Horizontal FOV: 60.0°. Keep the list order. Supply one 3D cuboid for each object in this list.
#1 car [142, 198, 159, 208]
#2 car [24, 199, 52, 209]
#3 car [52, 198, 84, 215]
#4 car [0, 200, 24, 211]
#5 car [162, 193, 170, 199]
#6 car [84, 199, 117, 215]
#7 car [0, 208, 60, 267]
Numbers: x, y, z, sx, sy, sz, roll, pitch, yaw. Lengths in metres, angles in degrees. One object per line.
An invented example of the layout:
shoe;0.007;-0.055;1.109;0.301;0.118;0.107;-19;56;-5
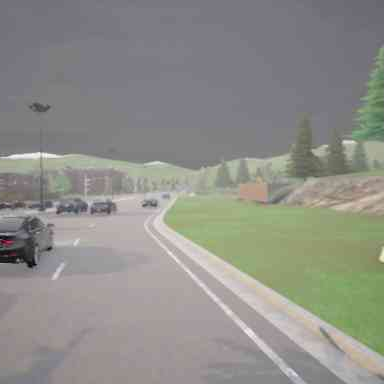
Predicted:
car;-5.554;1.397;44.729;1.895;1.301;4.718;-1;0;-1
car;-20.757;1.660;45.678;1.994;1.385;4.181;-1;0;-1
car;-12.261;1.355;34.464;2.097;1.767;4.553;-1;0;-2
car;-24.247;1.772;44.982;1.895;1.301;4.718;-1;0;-1
car;-6.564;1.060;84.922;2.128;1.511;4.902;-1;0;-1
car;-8.722;1.433;33.152;2.128;1.511;4.902;-1;0;-2
car;-5.946;1.544;11.264;1.837;1.490;4.892;-1;0;-14
